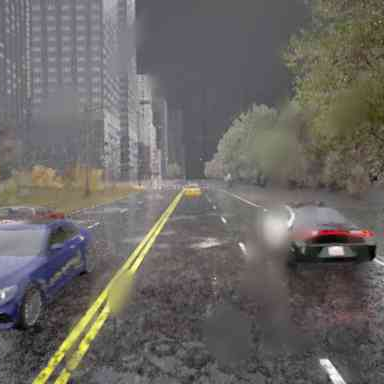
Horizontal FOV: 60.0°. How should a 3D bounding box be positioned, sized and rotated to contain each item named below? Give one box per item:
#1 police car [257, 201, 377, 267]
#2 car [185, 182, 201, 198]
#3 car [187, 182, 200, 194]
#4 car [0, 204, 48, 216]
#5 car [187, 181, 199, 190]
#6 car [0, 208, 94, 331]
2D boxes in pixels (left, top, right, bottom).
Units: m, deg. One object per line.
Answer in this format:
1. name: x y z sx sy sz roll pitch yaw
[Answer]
1. police car: 3.262 1.053 9.912 2.038 1.542 4.974 -1 2 0
2. car: 0.099 -0.208 37.749 1.801 1.575 5.366 -1 3 0
3. car: 0.224 -0.602 47.917 1.812 1.442 4.674 -1 3 0
4. car: -6.572 1.191 12.539 1.895 1.301 4.718 -1 3 0
5. car: 0.169 -1.209 61.842 2.033 1.411 5.357 -1 3 0
6. car: -3.342 1.334 6.648 1.812 1.442 4.674 -1 3 0
